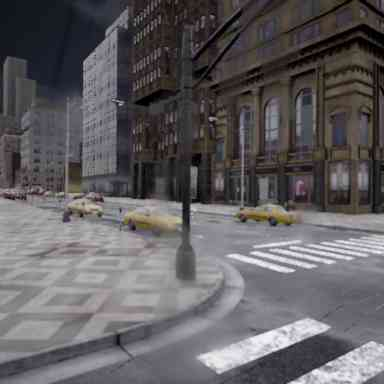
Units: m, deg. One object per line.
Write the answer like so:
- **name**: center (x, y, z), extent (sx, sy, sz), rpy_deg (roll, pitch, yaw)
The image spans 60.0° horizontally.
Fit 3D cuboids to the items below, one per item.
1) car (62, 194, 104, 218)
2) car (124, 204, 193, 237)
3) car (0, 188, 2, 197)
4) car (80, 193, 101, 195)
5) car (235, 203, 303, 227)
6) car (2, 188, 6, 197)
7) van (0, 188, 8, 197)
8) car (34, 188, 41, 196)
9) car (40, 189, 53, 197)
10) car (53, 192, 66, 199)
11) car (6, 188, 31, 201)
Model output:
- **car**: center (-8.389, 1.148, 26.008), extent (1.752, 1.417, 4.829), rpy_deg (2, 0, -35)
- **car**: center (-1.821, 1.332, 16.762), extent (1.752, 1.417, 4.829), rpy_deg (2, 0, -35)
- **car**: center (-38.045, 0.260, 67.750), extent (1.967, 1.590, 4.097), rpy_deg (2, 0, -35)
- **car**: center (-14.678, 0.783, 49.581), extent (1.967, 1.590, 4.097), rpy_deg (2, 0, -35)
- **car**: center (4.925, 1.413, 21.985), extent (1.752, 1.417, 4.829), rpy_deg (2, 0, -35)
- **car**: center (-31.472, 0.306, 58.505), extent (2.192, 1.841, 5.009), rpy_deg (2, 0, -35)
- **van**: center (-41.327, 0.078, 72.373), extent (1.690, 1.788, 3.998), rpy_deg (2, 0, -35)
- **car**: center (-34.380, 0.138, 77.314), extent (2.192, 1.841, 5.009), rpy_deg (2, 0, -35)
- **car**: center (-31.200, 0.429, 72.829), extent (1.752, 1.417, 4.829), rpy_deg (2, 0, -35)
- **car**: center (-24.535, 0.659, 63.446), extent (1.802, 1.307, 4.206), rpy_deg (2, 0, -35)
- **car**: center (-28.188, 0.394, 53.883), extent (2.192, 1.841, 5.009), rpy_deg (2, 0, -35)
